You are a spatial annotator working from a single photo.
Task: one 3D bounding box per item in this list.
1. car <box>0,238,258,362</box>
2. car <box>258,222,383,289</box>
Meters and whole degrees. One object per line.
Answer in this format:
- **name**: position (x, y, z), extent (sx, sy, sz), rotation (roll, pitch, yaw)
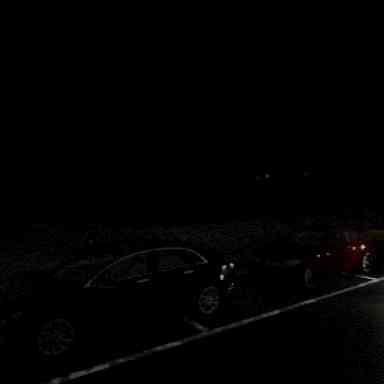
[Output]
- **car**: position (-1.179, 1.550, 5.806), extent (4.403, 1.369, 2.008), rotation (0, 0, -36)
- **car**: position (3.387, 1.578, 9.065), extent (4.206, 1.307, 1.802), rotation (0, 0, -36)
